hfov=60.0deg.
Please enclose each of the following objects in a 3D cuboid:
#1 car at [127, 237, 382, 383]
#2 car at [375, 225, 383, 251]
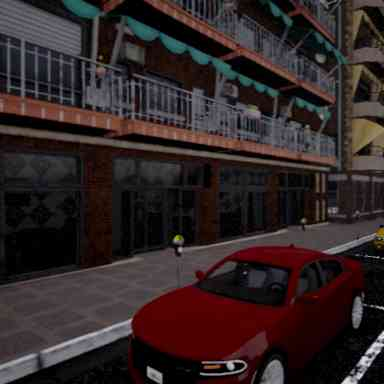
[{"bbox_3d":[1.143,1.538,4.900,1.887,1.381,4.507,0,0,42],"label":"car"},{"bbox_3d":[8.438,1.536,12.978,1.752,1.417,4.829,0,0,42],"label":"car"}]
